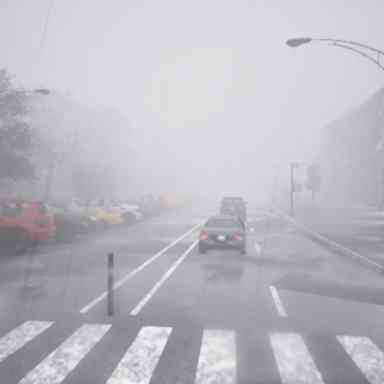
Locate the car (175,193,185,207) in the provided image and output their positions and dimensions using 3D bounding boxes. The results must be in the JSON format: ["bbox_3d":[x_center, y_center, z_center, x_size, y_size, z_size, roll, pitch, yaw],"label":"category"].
[{"bbox_3d":[-3.701,1.411,42.538,4.553,1.767,2.185,-1,0,-10],"label":"car"}]

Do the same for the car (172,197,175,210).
[{"bbox_3d":[-4.706,1.623,36.690,4.892,1.521,2.231,-1,0,-10],"label":"car"}]

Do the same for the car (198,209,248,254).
[{"bbox_3d":[1.383,1.684,14.199,2.033,1.411,5.357,0,-1,8],"label":"car"}]

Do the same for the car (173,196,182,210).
[{"bbox_3d":[-4.185,1.582,39.613,5.008,1.535,2.097,-1,1,-10],"label":"car"}]

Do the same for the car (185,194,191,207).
[{"bbox_3d":[-3.322,1.490,45.430,5.366,1.575,1.946,-1,1,-10],"label":"car"}]

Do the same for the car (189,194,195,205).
[{"bbox_3d":[-2.590,1.444,48.380,5.008,1.535,2.097,-1,1,-9],"label":"car"}]

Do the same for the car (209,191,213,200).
[{"bbox_3d":[0.905,1.174,65.859,5.008,1.535,2.097,-1,1,-8],"label":"car"}]

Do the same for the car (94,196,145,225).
[{"bbox_3d":[-6.589,1.426,24.954,5.566,2.045,2.435,-1,-1,-11],"label":"car"}]

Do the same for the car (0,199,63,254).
[{"bbox_3d":[-8.366,1.337,13.168,5.566,2.045,2.435,0,0,-12],"label":"car"}]

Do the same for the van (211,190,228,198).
[{"bbox_3d":[7.767,0.567,94.803,4.442,1.987,1.878,-1,0,-6],"label":"van"}]

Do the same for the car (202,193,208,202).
[{"bbox_3d":[-0.320,1.261,60.050,5.008,1.535,2.097,-1,0,-9],"label":"car"}]

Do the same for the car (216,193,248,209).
[{"bbox_3d":[3.639,1.415,29.052,2.150,2.045,5.566,0,0,9],"label":"car"}]

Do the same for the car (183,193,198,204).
[{"bbox_3d":[-2.051,1.397,51.309,5.008,1.535,2.097,-1,0,-9],"label":"car"}]

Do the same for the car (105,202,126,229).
[{"bbox_3d":[-7.244,1.665,21.952,5.366,1.575,1.946,-1,0,-12],"label":"car"}]

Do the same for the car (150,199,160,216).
[{"bbox_3d":[-5.708,1.700,30.809,4.792,1.488,2.163,-1,0,-11],"label":"car"}]

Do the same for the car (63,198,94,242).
[{"bbox_3d":[-7.898,1.365,16.133,5.566,2.045,2.435,0,-1,-12],"label":"car"}]

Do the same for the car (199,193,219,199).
[{"bbox_3d":[4.129,1.013,80.365,4.674,1.452,2.002,-1,0,-7],"label":"car"}]

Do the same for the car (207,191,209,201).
[{"bbox_3d":[0.318,1.091,62.952,4.553,1.767,2.185,-1,1,-8],"label":"car"}]

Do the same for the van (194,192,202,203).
[{"bbox_3d":[-1.021,1.082,57.107,4.442,1.987,1.878,-1,1,-9],"label":"van"}]

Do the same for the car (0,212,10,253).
[{"bbox_3d":[-8.735,1.561,10.228,4.892,1.521,2.231,0,0,-13],"label":"car"}]

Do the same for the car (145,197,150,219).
[{"bbox_3d":[-6.124,1.553,27.887,4.553,1.767,2.185,-1,0,-11],"label":"car"}]

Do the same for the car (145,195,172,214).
[{"bbox_3d":[-5.226,1.400,33.742,5.566,2.045,2.435,-1,1,-11],"label":"car"}]

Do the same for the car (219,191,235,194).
[{"bbox_3d":[7.446,1.105,70.946,1.837,1.490,4.892,0,1,12],"label":"car"}]

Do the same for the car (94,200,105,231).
[{"bbox_3d":[-7.530,1.519,19.056,4.553,1.767,2.185,0,-1,-12],"label":"car"}]

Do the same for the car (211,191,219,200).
[{"bbox_3d":[2.795,1.052,74.575,4.892,1.521,2.231,-1,0,-8],"label":"car"}]
